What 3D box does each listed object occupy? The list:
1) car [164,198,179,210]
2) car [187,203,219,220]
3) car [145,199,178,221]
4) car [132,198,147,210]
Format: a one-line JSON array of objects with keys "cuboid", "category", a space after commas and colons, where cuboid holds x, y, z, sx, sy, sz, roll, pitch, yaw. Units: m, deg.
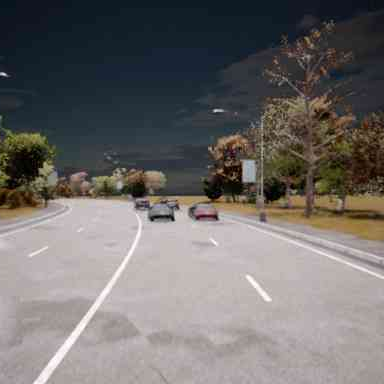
[{"cuboid": [-3.052, 1.508, 44.076, 2.128, 1.511, 4.902, 0, 0, -17], "category": "car"}, {"cuboid": [0.864, 1.570, 27.995, 1.994, 1.385, 4.181, 0, 0, -11], "category": "car"}, {"cuboid": [-2.608, 1.574, 27.507, 1.994, 1.385, 4.181, 0, 0, -10], "category": "car"}, {"cuboid": [-6.745, 1.524, 44.222, 1.837, 1.490, 4.892, 0, 0, -17], "category": "car"}]
